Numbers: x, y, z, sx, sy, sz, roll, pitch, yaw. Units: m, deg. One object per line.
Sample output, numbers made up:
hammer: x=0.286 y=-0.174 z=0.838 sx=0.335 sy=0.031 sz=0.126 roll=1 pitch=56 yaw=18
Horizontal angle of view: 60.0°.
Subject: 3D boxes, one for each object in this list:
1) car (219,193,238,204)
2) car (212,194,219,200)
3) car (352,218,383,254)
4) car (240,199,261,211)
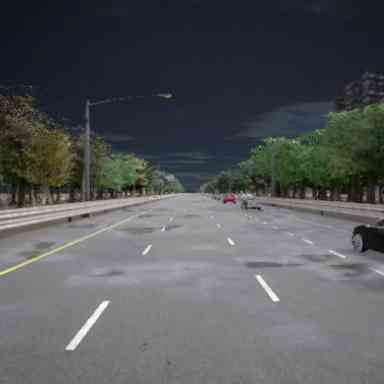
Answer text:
car: x=7.191 y=1.253 z=65.305 sx=2.150 sy=2.045 sz=5.566 roll=0 pitch=0 yaw=0
car: x=7.325 y=1.592 z=95.298 sx=1.994 sy=1.385 sz=4.181 roll=0 pitch=0 yaw=0
car: x=7.004 y=1.493 z=10.771 sx=2.128 sy=1.511 sz=4.902 roll=0 pitch=0 yaw=0
car: x=7.078 y=1.564 z=40.343 sx=2.033 sy=1.411 sz=5.357 roll=0 pitch=0 yaw=0
